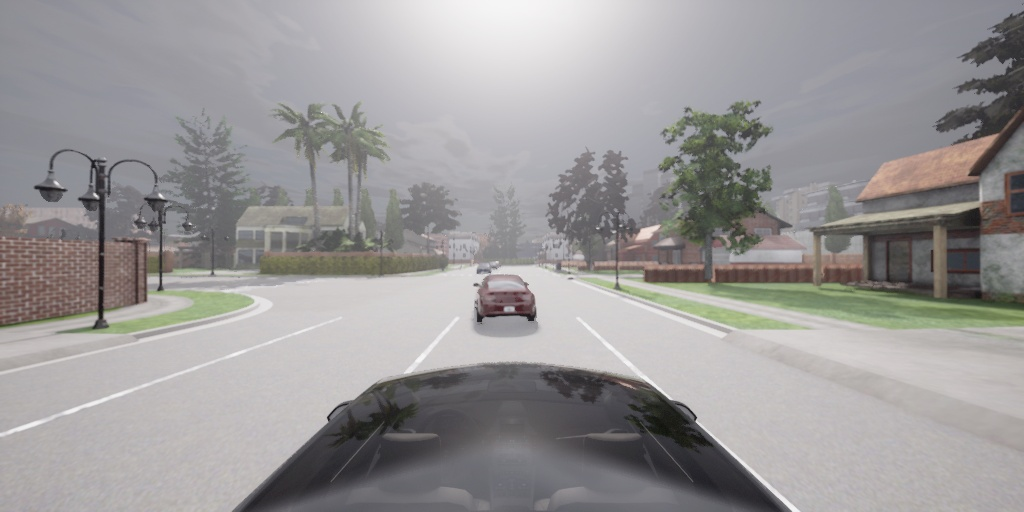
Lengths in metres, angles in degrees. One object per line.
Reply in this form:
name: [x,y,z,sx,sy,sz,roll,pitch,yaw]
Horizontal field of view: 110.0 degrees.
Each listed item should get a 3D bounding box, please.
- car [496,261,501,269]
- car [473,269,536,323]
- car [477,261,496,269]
car: [-3.547,1.775,64.369,2.033,1.411,5.357,0,0,0]
car: [-0.350,1.357,12.444,1.812,1.442,4.674,0,0,-7]
car: [-3.586,1.643,47.063,2.033,1.411,5.357,0,0,0]
